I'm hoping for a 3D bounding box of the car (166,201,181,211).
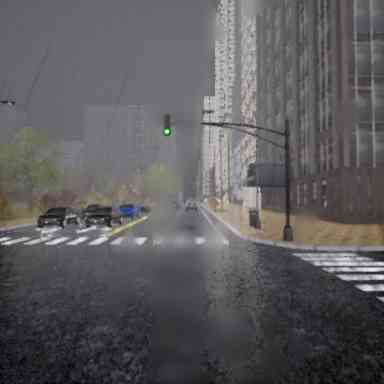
[{"bbox_3d":[-3.169,2.270,55.033,2.128,1.511,4.902,0,-1,0],"label":"car"}]

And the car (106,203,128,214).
[{"bbox_3d":[-9.857,2.200,44.063,1.895,1.301,4.718,0,-1,0],"label":"car"}]

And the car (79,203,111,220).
[{"bbox_3d":[-9.857,1.954,34.135,1.837,1.490,4.892,0,-1,0],"label":"car"}]

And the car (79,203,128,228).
[{"bbox_3d":[-6.574,1.830,25.307,1.837,1.490,4.892,0,-1,2],"label":"car"}]

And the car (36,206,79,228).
[{"bbox_3d":[-9.854,1.825,24.954,1.837,1.490,4.892,0,-1,0],"label":"car"}]

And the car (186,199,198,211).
[{"bbox_3d":[-0.018,2.302,53.627,2.033,1.411,5.357,0,-1,0],"label":"car"}]

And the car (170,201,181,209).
[{"bbox_3d":[-3.217,2.482,65.292,1.812,1.442,4.674,0,-1,0],"label":"car"}]

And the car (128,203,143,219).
[{"bbox_3d":[-6.608,1.930,34.379,1.882,1.535,5.008,0,-1,0],"label":"car"}]

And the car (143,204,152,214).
[{"bbox_3d":[-6.606,2.208,44.553,1.895,1.301,4.718,0,-1,0],"label":"car"}]
